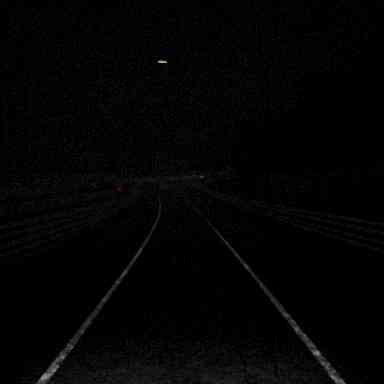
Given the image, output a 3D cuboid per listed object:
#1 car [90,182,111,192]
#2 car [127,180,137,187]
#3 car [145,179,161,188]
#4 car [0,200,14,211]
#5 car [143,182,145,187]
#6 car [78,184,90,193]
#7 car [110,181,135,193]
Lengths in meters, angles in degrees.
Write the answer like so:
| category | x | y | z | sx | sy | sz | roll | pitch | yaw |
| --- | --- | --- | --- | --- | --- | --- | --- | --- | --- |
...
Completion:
| category | x | y | z | sx | sy | sz | roll | pitch | yaw |
| --- | --- | --- | --- | --- | --- | --- | --- | --- | --- |
| car | -16.151 | -0.949 | 62.204 | 2.150 | 2.045 | 5.566 | 1 | 4 | 13 |
| car | -15.215 | -2.135 | 82.407 | 2.097 | 1.767 | 4.553 | 1 | 4 | 13 |
| car | -8.811 | -1.775 | 78.976 | 2.128 | 1.511 | 4.902 | 1 | 4 | 13 |
| car | -19.297 | 1.407 | 32.152 | 1.812 | 1.442 | 4.674 | 1 | 4 | 13 |
| car | -10.916 | -2.246 | 85.593 | 1.882 | 1.535 | 5.008 | 1 | 4 | 13 |
| car | -19.583 | -0.834 | 62.896 | 2.097 | 1.767 | 4.553 | 1 | 4 | 13 |
| car | -12.741 | -0.630 | 61.427 | 1.837 | 1.490 | 4.892 | 1 | 4 | 13 |
